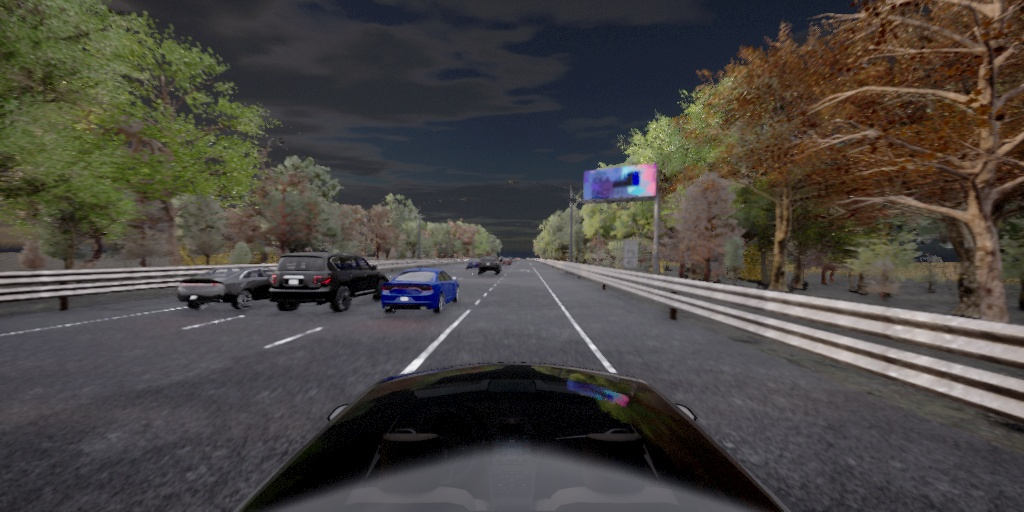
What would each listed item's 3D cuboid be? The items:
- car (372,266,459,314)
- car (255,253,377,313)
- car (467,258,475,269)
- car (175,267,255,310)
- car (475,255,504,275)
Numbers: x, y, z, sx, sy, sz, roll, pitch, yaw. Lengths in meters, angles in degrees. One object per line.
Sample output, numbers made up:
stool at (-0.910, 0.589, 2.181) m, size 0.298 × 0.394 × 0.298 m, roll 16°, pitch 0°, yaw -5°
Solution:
car at (-3.288, 1.199, 13.726) m, size 1.882 × 1.535 × 5.008 m, roll 0°, pitch 0°, yaw 2°
car at (-6.775, 0.914, 13.948) m, size 2.150 × 2.045 × 5.566 m, roll 0°, pitch 0°, yaw 2°
car at (-5.364, 1.051, 53.513) m, size 2.097 × 1.767 × 4.553 m, roll 0°, pitch 0°, yaw 2°
car at (-10.275, 1.155, 14.089) m, size 2.128 × 1.511 × 4.902 m, roll 0°, pitch 0°, yaw 2°
car at (-2.363, 0.945, 39.447) m, size 2.150 × 2.045 × 5.566 m, roll 0°, pitch 0°, yaw 2°
